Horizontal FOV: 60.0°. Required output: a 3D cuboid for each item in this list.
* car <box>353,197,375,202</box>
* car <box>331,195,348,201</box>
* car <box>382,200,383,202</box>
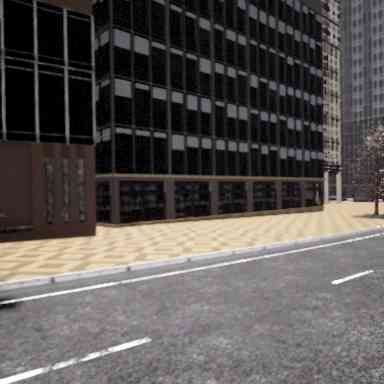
[{"bbox_3d":[35.589,1.449,68.779,1.802,1.307,4.206,-1,1,-42],"label":"car"},{"bbox_3d":[31.860,1.402,73.068,1.947,1.339,4.313,-1,1,-42],"label":"car"},{"bbox_3d":[39.349,1.464,64.515,1.947,1.339,4.313,-1,1,-42],"label":"car"}]
